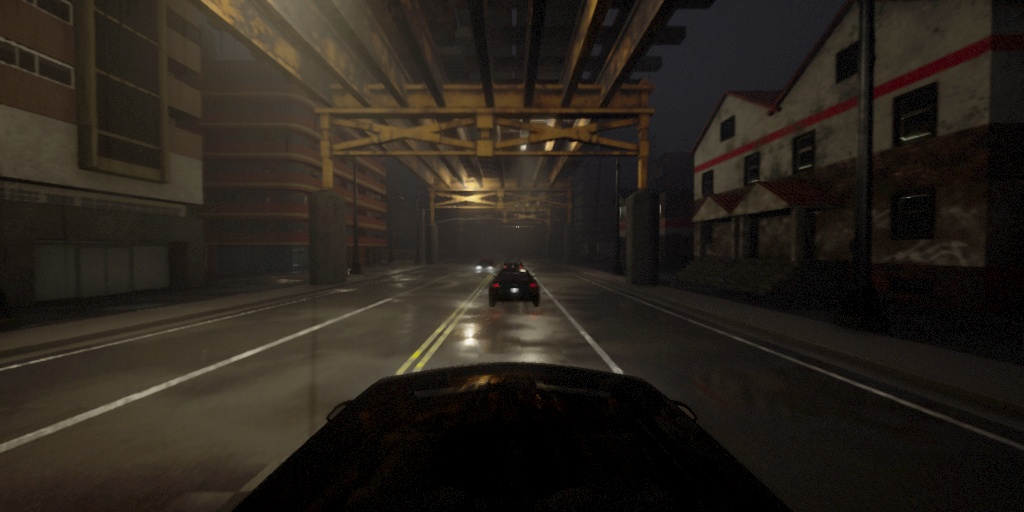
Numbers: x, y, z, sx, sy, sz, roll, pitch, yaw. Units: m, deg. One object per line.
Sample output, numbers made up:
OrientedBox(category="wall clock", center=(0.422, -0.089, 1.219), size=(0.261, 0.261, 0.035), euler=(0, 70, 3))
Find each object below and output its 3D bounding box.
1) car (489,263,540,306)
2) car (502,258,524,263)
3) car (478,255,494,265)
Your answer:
OrientedBox(category="car", center=(0.094, 1.170, 14.890), size=(1.994, 1.385, 4.181), euler=(0, 1, 0))
OrientedBox(category="car", center=(0.093, 0.865, 32.458), size=(2.033, 1.411, 5.357), euler=(0, 1, 0))
OrientedBox(category="car", center=(-3.521, 0.586, 48.898), size=(1.895, 1.301, 4.718), euler=(0, 1, 0))
